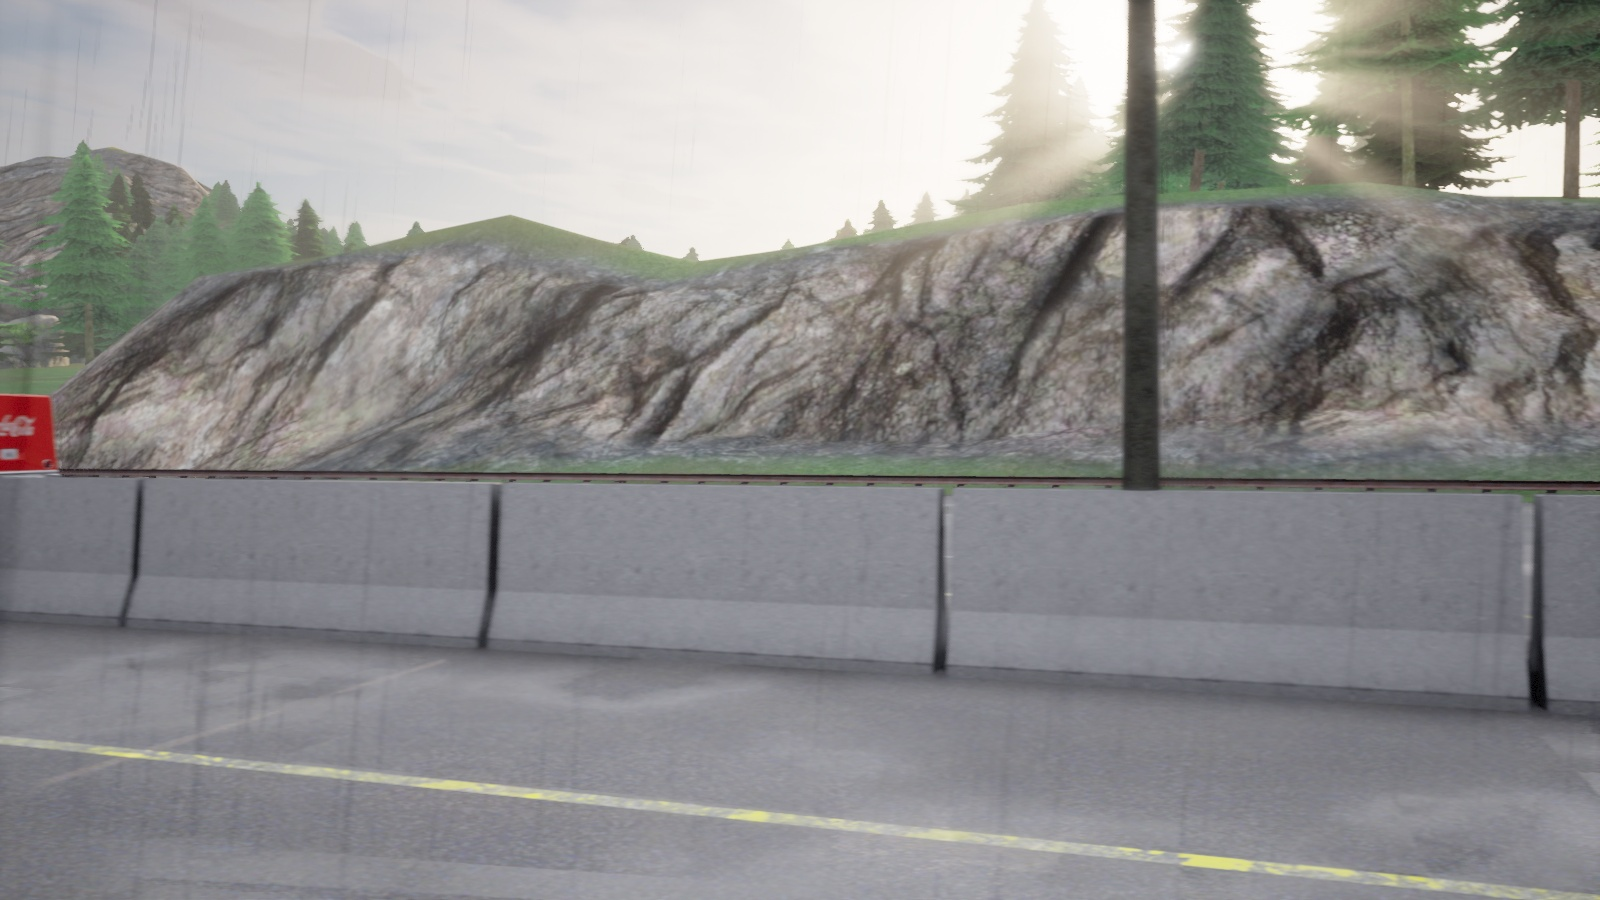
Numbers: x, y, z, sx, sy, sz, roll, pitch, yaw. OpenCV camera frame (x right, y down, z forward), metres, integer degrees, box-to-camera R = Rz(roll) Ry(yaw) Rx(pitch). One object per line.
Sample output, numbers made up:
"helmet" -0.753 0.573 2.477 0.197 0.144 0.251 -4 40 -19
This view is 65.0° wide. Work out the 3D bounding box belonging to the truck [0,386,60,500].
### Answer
"truck" -19.820 -0.185 28.316 5.204 2.467 2.627 1 1 19
